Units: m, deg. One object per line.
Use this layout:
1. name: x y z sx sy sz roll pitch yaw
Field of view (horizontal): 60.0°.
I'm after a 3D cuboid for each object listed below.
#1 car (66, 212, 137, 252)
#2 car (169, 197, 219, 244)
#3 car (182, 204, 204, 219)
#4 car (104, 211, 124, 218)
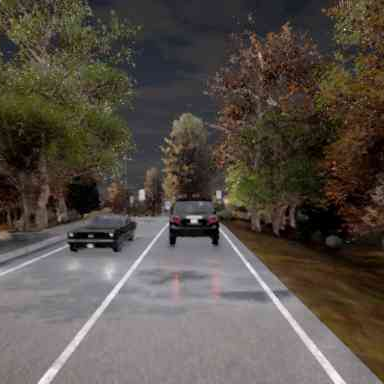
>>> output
1. car: -3.609 1.629 14.060 1.895 1.301 4.718 0 0 0
2. car: 0.088 1.254 15.994 2.150 2.045 5.566 0 0 0
3. car: 0.126 2.009 34.286 2.033 1.411 5.357 0 -3 1
4. car: -18.251 5.391 77.983 1.882 1.535 5.008 -2 -5 24
